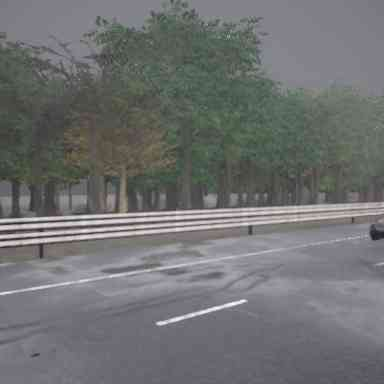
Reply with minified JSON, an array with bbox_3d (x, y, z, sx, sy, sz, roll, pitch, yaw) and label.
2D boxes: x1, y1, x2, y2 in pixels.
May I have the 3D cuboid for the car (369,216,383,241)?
[{"bbox_3d":[9.984,1.513,15.274,4.181,1.385,1.994,0,0,-36],"label":"car"}]
